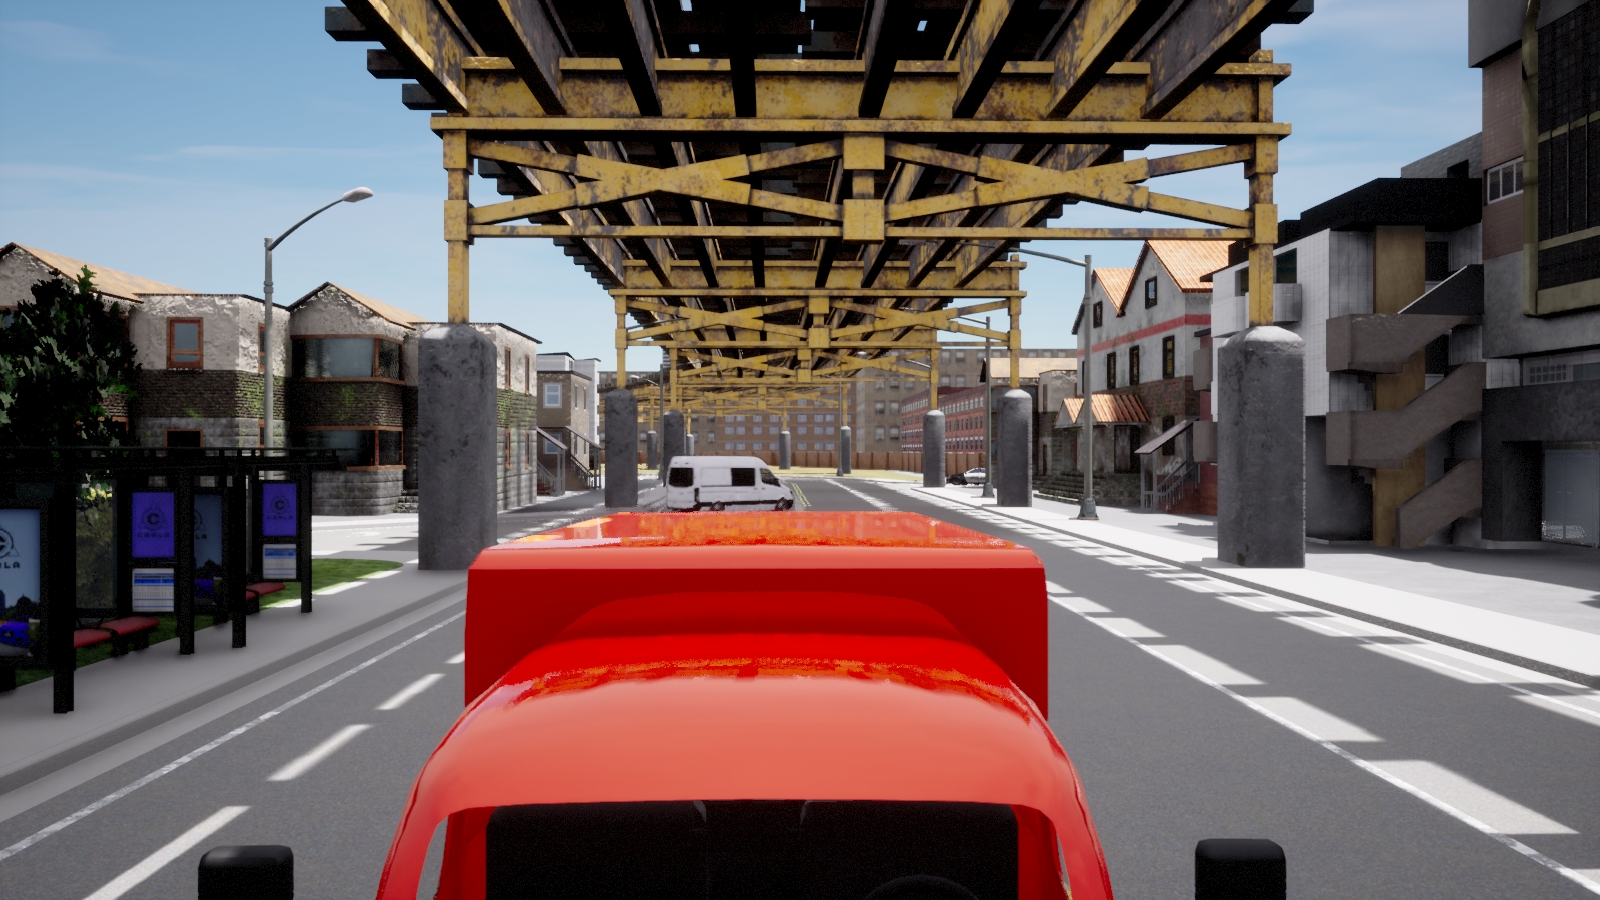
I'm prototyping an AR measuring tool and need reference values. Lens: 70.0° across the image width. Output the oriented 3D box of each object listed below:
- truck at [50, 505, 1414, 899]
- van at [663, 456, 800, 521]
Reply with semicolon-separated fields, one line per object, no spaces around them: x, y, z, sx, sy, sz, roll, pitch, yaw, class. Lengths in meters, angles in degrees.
-0.167;1.573;4.799;2.627;2.467;5.204;0;0;-1;truck
-2.789;1.534;48.036;1.988;2.561;5.915;1;0;44;van
